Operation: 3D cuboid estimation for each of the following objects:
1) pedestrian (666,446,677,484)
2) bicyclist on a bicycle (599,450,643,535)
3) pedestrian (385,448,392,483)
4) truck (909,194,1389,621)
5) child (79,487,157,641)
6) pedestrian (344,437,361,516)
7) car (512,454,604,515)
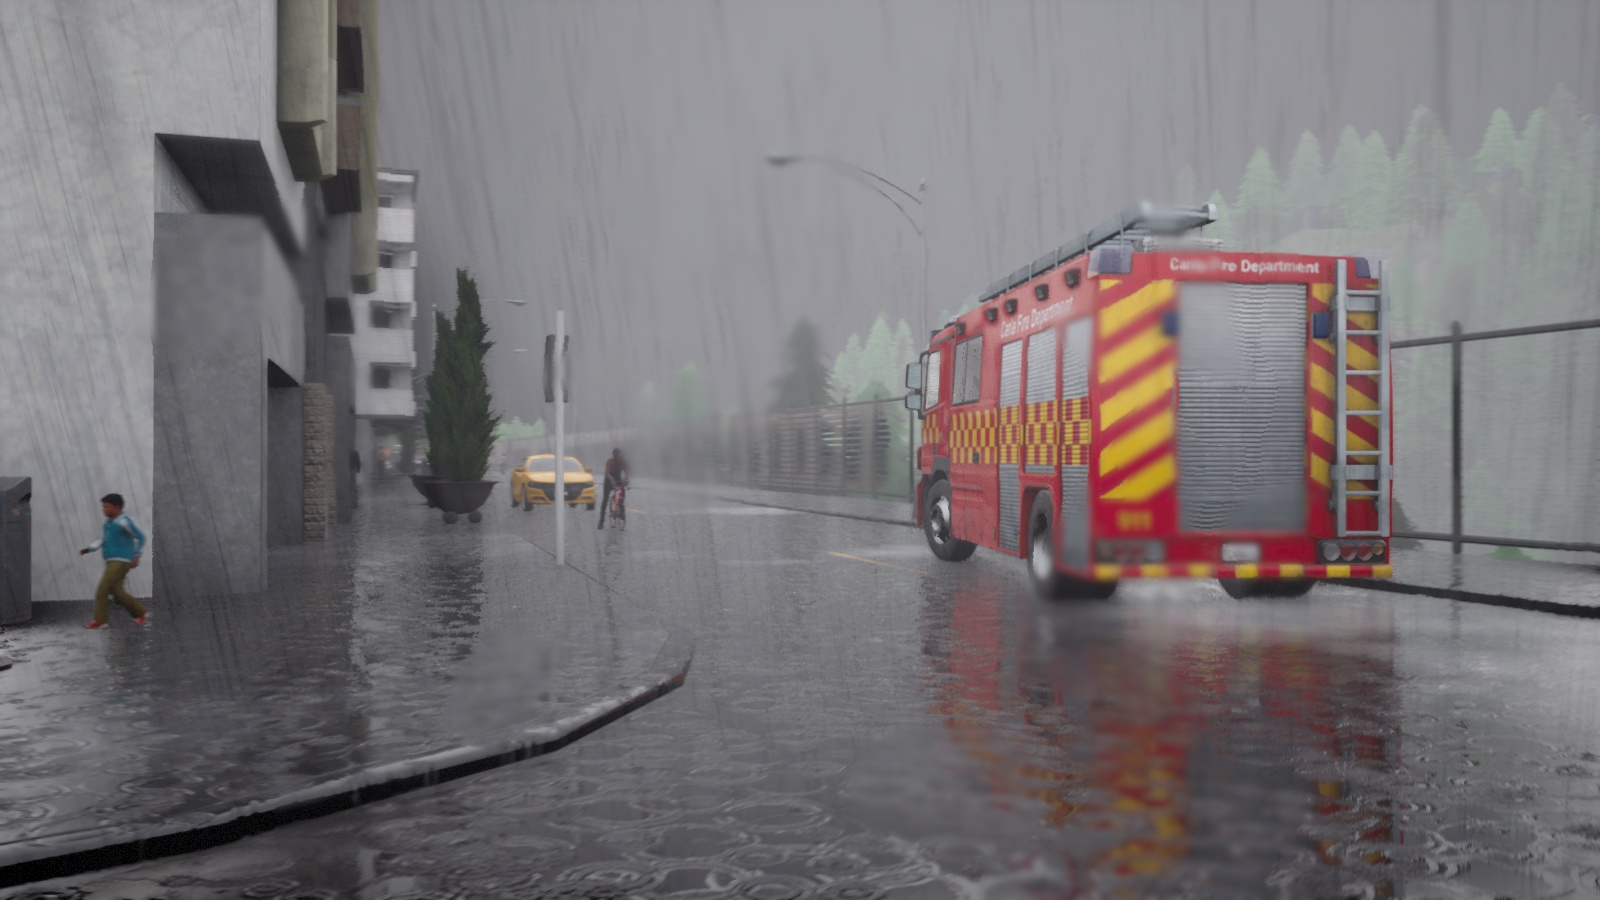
[{"bbox_3d":[-6.399,0.744,62.421,0.431,1.840,0.703,0,0,-16],"label":"pedestrian"},{"bbox_3d":[-3.572,0.817,24.986,0.582,1.620,1.656,0,0,-18],"label":"bicyclist on a bicycle"},{"bbox_3d":[-21.907,0.811,66.851,0.345,1.836,0.594,0,0,-16],"label":"pedestrian"},{"bbox_3d":[3.557,-0.363,15.596,2.891,3.827,8.468,0,0,-5],"label":"truck"},{"bbox_3d":[-5.519,0.905,10.166,0.343,1.192,0.448,0,0,36],"label":"child"},{"bbox_3d":[-10.454,0.614,29.344,0.370,1.835,0.726,0,0,-19],"label":"pedestrian"},{"bbox_3d":[-6.755,0.893,34.673,1.882,1.535,5.008,0,0,-18],"label":"car"}]
